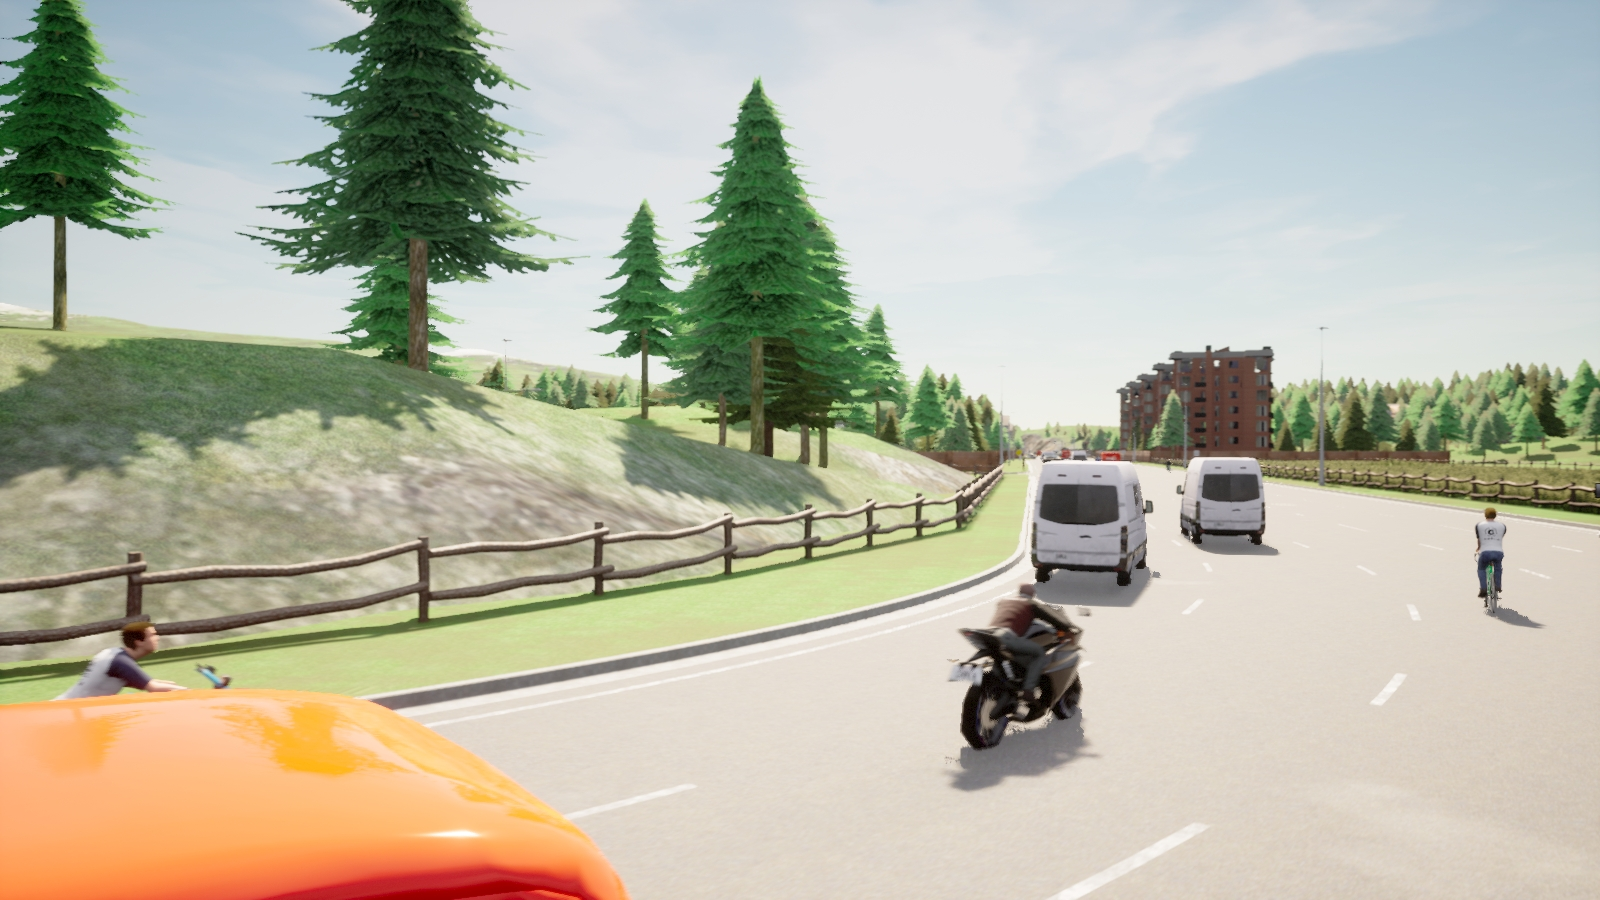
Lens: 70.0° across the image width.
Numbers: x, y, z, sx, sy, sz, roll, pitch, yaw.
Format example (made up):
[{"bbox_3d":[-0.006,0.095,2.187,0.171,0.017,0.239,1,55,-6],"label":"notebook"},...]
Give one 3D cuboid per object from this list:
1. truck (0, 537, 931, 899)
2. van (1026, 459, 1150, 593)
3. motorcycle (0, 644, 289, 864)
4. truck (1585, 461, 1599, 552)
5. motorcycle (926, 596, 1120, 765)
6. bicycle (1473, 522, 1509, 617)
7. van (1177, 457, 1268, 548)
[{"bbox_3d":[-2.653,1.570,1.557,5.204,2.467,2.627,0,1,-36],"label":"truck"},{"bbox_3d":[6.614,1.528,25.743,1.988,2.561,5.915,1,0,21],"label":"van"},{"bbox_3d":[-4.983,2.187,8.476,2.033,1.199,0.803,0,-2,-37],"label":"motorcycle"},{"bbox_3d":[22.644,1.553,29.105,2.627,2.467,5.204,0,0,13],"label":"truck"},{"bbox_3d":[2.259,2.202,11.332,0.867,1.251,2.209,-3,-2,41],"label":"motorcycle"},{"bbox_3d":[12.033,2.047,19.921,0.373,1.496,1.643,-1,-1,25],"label":"bicycle"},{"bbox_3d":[13.124,1.523,35.830,1.988,2.561,5.915,0,0,14],"label":"van"}]
